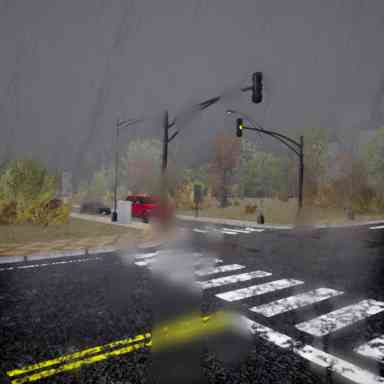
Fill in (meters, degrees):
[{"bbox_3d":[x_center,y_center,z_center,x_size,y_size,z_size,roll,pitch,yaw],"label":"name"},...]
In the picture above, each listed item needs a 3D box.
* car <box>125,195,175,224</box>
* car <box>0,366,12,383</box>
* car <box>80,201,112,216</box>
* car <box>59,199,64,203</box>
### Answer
[{"bbox_3d":[-3.506,1.300,25.824,2.150,2.045,5.566,2,-1,-35],"label":"car"},{"bbox_3d":[-3.256,1.504,1.115,4.892,1.490,1.837,0,0,-35],"label":"car"},{"bbox_3d":[-10.209,1.691,34.995,2.033,1.411,5.357,2,-1,-35],"label":"car"},{"bbox_3d":[-19.867,1.778,49.208,1.812,1.442,4.674,2,-2,-33],"label":"car"}]
